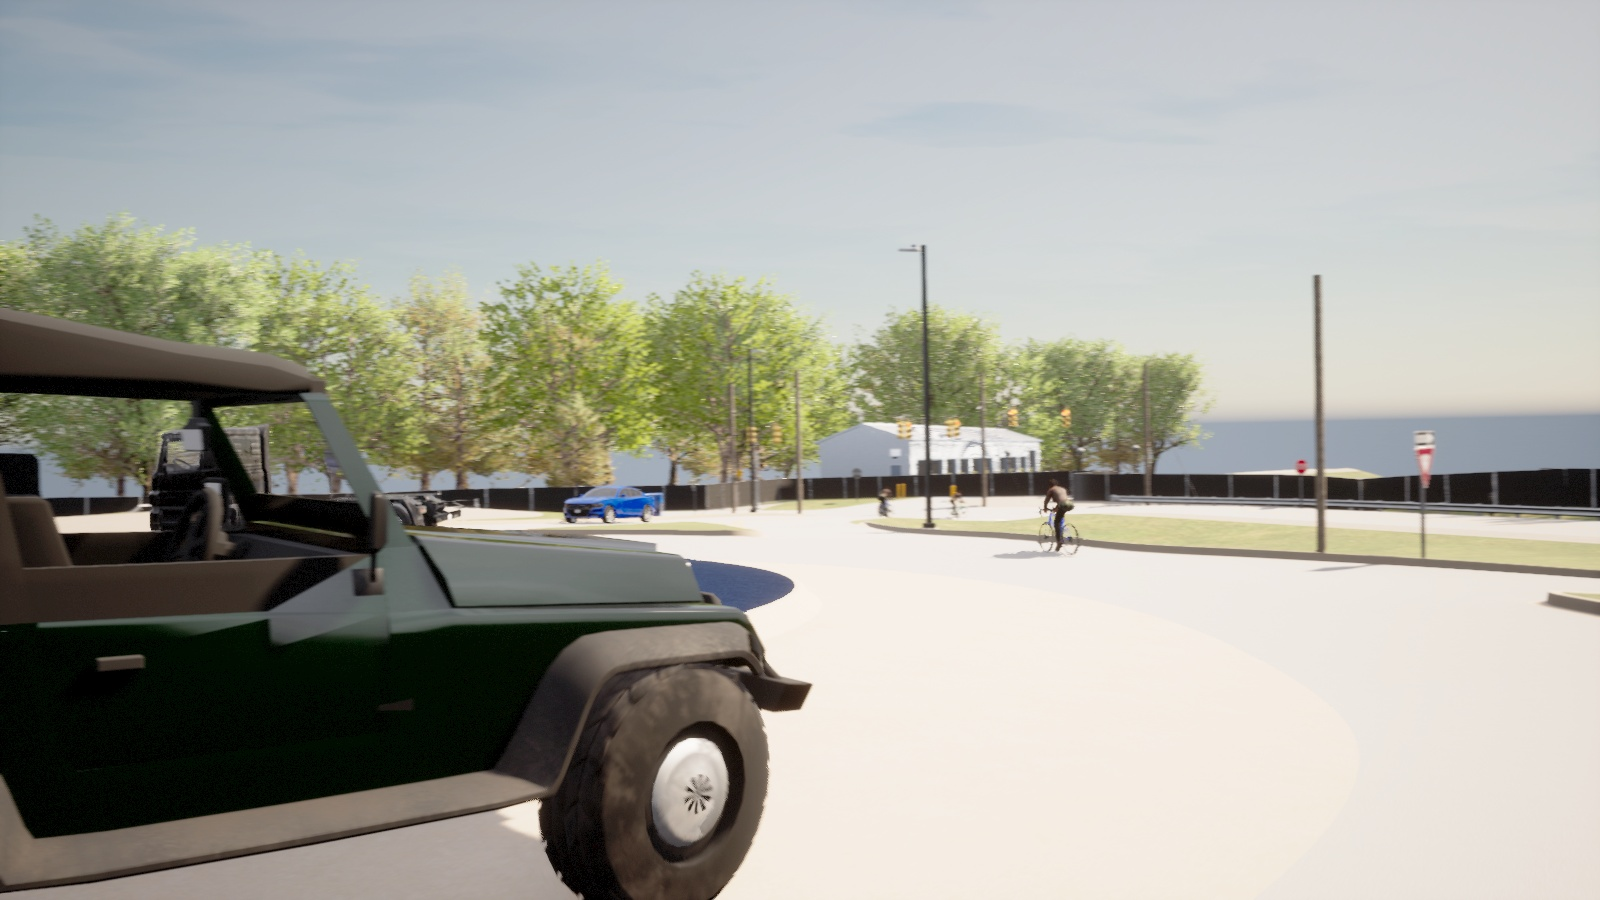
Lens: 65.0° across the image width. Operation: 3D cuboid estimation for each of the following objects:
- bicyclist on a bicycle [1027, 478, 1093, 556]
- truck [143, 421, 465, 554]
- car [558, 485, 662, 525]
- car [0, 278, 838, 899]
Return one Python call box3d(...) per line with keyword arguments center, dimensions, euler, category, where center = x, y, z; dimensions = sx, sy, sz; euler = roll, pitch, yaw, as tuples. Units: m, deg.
box3d(center=(5.612, 1.430, 27.217), dimensions=(0.582, 1.620, 1.656), euler=(-1, -1, -19), category="bicyclist on a bicycle")
box3d(center=(-13.945, 1.007, 35.773), dimensions=(7.936, 3.462, 2.891), euler=(-1, 1, 0), category="truck")
box3d(center=(-7.560, 2.190, 50.413), dimensions=(1.882, 1.535, 5.008), euler=(-1, -2, 21), category="car")
box3d(center=(-1.968, 0.560, 3.922), dimensions=(3.866, 1.878, 1.905), euler=(1, -1, -40), category="car")
